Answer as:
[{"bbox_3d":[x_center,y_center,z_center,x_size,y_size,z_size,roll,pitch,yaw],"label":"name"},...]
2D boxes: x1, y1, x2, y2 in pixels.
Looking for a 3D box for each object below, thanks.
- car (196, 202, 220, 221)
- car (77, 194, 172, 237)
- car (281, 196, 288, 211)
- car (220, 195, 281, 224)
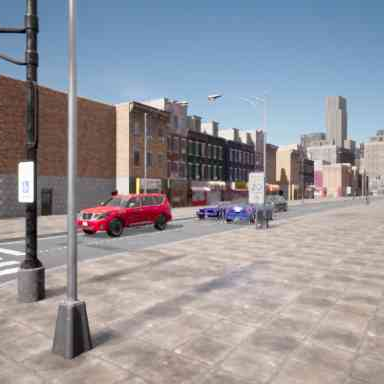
[{"bbox_3d":[2.284,1.436,25.766,1.895,1.301,4.718,0,0,35],"label":"car"},{"bbox_3d":[-3.394,1.118,17.779,2.150,2.045,5.566,0,0,35],"label":"car"},{"bbox_3d":[8.087,1.140,33.885,2.097,1.767,4.553,0,0,36],"label":"car"},{"bbox_3d":[4.219,1.199,23.393,2.097,1.767,4.553,0,0,35],"label":"car"}]
